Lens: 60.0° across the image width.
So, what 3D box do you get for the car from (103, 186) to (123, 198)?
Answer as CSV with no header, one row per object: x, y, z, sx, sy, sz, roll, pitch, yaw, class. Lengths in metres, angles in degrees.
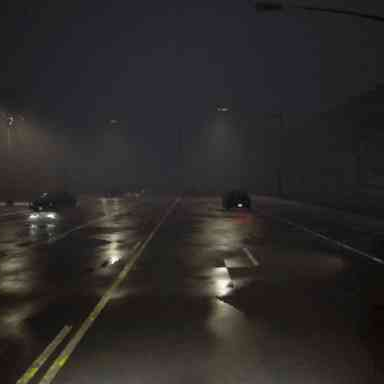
-10.681,-0.004,45.205,1.837,1.490,4.892,0,1,0,car

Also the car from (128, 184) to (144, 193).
-10.669,-0.597,61.893,1.882,1.535,5.008,0,2,0,car

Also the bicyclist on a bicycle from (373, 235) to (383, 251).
6.088,1.150,9.380,1.656,1.620,0.582,2,38,18,bicyclist on a bicycle

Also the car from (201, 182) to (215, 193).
3.451,-0.648,63.603,2.128,1.511,4.902,0,2,0,car

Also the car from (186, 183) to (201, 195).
-0.037,-0.328,55.988,2.033,1.411,5.357,0,2,0,car

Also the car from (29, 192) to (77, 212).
-10.657,0.677,26.031,2.033,1.411,5.357,0,2,0,car

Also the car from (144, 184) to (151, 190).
-10.679,-1.205,77.853,2.033,1.411,5.357,0,3,0,car

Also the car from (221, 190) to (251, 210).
3.515,0.607,26.701,1.837,1.490,4.892,0,2,0,car
